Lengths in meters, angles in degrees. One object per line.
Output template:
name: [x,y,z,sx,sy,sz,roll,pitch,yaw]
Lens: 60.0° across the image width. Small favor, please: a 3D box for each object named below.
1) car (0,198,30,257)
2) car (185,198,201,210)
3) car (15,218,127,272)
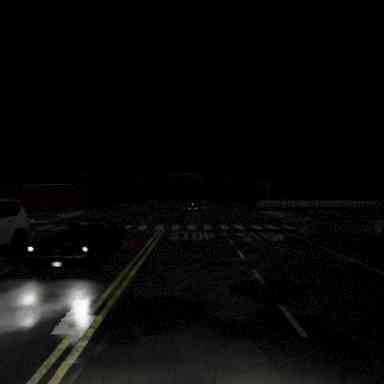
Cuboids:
car: [-7.033,1.205,10.003,2.150,2.045,5.566,0,0,1]
car: [0.084,1.473,41.984,1.994,1.385,4.181,0,-1,0]
car: [-3.525,1.581,10.907,1.895,1.301,4.718,0,0,1]
